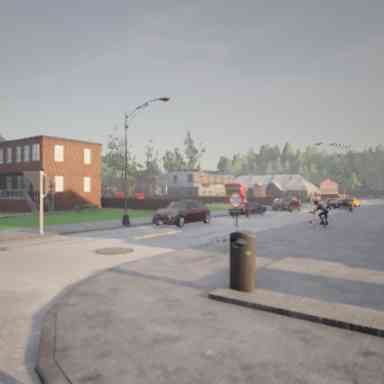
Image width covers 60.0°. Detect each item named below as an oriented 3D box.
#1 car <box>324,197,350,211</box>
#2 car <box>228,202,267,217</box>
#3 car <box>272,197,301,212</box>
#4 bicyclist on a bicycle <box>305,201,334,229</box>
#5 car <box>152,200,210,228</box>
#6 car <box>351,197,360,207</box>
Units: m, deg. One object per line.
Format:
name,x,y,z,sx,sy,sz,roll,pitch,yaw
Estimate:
car,18.100,1.593,41.796,1.895,1.301,4.718,0,0,36
car,5.167,1.593,30.793,1.895,1.301,4.718,0,0,36
car,11.130,1.343,39.133,2.097,1.767,4.553,0,0,36
bicyclist on a bicycle,7.450,1.345,19.528,1.656,1.620,0.582,0,0,35
car,-0.661,1.345,22.612,2.097,1.767,4.553,0,0,36
car,23.795,1.469,49.875,1.882,1.535,5.008,0,0,35
